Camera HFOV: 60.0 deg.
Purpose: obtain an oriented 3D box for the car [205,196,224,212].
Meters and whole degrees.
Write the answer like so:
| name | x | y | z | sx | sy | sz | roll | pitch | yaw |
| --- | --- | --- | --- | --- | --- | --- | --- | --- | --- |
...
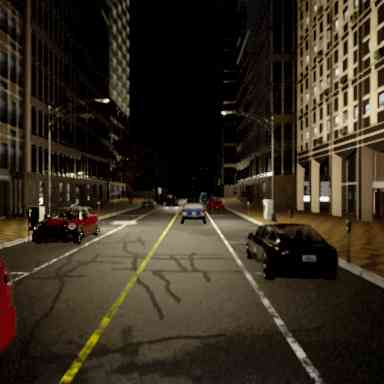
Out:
| name | x | y | z | sx | sy | sz | roll | pitch | yaw |
| --- | --- | --- | --- | --- | --- | --- | --- | --- | --- |
| car | 2.719 | 1.499 | 38.204 | 1.887 | 1.381 | 4.507 | 0 | 0 | 0 |

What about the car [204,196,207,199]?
| name | x | y | z | sx | sy | sz | roll | pitch | yaw |
| --- | --- | --- | --- | --- | --- | --- | --- | --- | --- |
| car | 2.723 | 1.530 | 43.901 | 1.802 | 1.307 | 4.206 | 0 | 0 | 0 |

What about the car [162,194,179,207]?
| name | x | y | z | sx | sy | sz | roll | pitch | yaw |
| --- | --- | --- | --- | --- | --- | --- | --- | --- | --- |
| car | -2.964 | 1.485 | 50.655 | 2.033 | 1.411 | 5.357 | 0 | 0 | 0 |

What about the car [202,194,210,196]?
| name | x | y | z | sx | sy | sz | roll | pitch | yaw |
| --- | --- | --- | --- | --- | --- | --- | --- | --- | --- |
| car | 2.733 | 1.476 | 55.303 | 2.008 | 1.369 | 4.403 | 0 | 0 | 0 |

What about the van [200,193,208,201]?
| name | x | y | z | sx | sy | sz | roll | pitch | yaw |
| --- | --- | --- | --- | --- | --- | --- | --- | --- | --- |
| van | 2.834 | 1.160 | 78.104 | 1.690 | 1.788 | 3.998 | 0 | 0 | 0 |

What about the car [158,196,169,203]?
| name | x | y | z | sx | sy | sz | roll | pitch | yaw |
| --- | --- | --- | --- | --- | --- | --- | --- | --- | --- |
| car | -5.638 | 1.448 | 66.714 | 1.947 | 1.339 | 4.313 | 0 | 0 | 0 |

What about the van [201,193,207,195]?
| name | x | y | z | sx | sy | sz | roll | pitch | yaw |
| --- | --- | --- | --- | --- | --- | --- | --- | --- | --- |
| van | 2.744 | 1.223 | 66.707 | 1.690 | 1.788 | 3.998 | 0 | 0 | 0 |

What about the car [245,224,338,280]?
| name | x | y | z | sx | sy | sz | roll | pitch | yaw |
| --- | --- | --- | --- | --- | --- | --- | --- | --- | --- |
| car | 2.697 | 1.555 | 9.715 | 1.947 | 1.339 | 4.313 | 0 | 0 | 0 |

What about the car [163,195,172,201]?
| name | x | y | z | sx | sy | sz | roll | pitch | yaw |
| --- | --- | --- | --- | --- | --- | --- | --- | --- | --- |
| car | -5.709 | 1.385 | 78.110 | 1.947 | 1.339 | 4.313 | 0 | 0 | 0 |

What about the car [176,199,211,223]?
| name | x | y | z | sx | sy | sz | roll | pitch | yaw |
| --- | --- | --- | --- | --- | --- | --- | --- | --- | --- |
| car | 0.119 | 1.518 | 25.318 | 2.033 | 1.411 | 5.357 | 0 | 0 | 0 |

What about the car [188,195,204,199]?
| name | x | y | z | sx | sy | sz | roll | pitch | yaw |
| --- | --- | --- | --- | --- | --- | --- | --- | --- | --- |
| car | 0.132 | 1.428 | 41.759 | 1.882 | 1.535 | 5.008 | 0 | 0 | 0 |

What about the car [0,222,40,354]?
| name | x | y | z | sx | sy | sz | roll | pitch | yaw |
| --- | --- | --- | --- | --- | --- | --- | --- | --- | --- |
| car | -3.099 | 1.220 | 1.564 | 2.150 | 2.045 | 5.566 | 0 | 0 | 0 |

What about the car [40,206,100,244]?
| name | x | y | z | sx | sy | sz | roll | pitch | yaw |
| --- | --- | --- | --- | --- | --- | --- | --- | --- | --- |
| car | -5.679 | 1.423 | 15.419 | 1.967 | 1.590 | 4.097 | 0 | 0 | 0 |

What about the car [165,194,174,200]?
| name | x | y | z | sx | sy | sz | roll | pitch | yaw |
| --- | --- | --- | --- | --- | --- | --- | --- | --- | --- |
| car | -5.752 | 1.303 | 85.344 | 1.752 | 1.417 | 4.829 | 0 | 0 | 0 |

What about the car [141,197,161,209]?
| name | x | y | z | sx | sy | sz | roll | pitch | yaw |
| --- | --- | --- | --- | --- | --- | --- | --- | --- | --- |
| car | -5.657 | 1.499 | 43.909 | 2.008 | 1.369 | 4.403 | 0 | 0 | 0 |
